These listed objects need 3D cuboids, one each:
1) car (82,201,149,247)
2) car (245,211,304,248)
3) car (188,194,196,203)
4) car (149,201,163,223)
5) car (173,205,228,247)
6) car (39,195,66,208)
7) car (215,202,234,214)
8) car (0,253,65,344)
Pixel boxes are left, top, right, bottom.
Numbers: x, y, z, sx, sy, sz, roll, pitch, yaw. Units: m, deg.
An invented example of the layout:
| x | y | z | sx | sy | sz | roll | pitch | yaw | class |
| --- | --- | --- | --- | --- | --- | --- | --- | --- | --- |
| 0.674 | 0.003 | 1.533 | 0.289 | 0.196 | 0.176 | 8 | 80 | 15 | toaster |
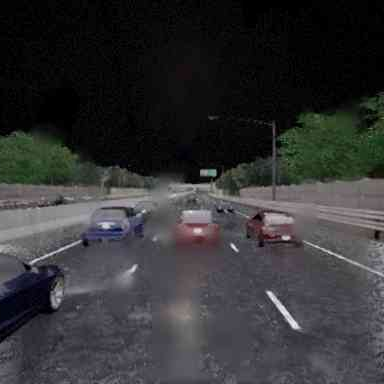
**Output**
| x | y | z | sx | sy | sz | roll | pitch | yaw | class |
| --- | --- | --- | --- | --- | --- | --- | --- | --- | --- |
| -3.495 | 1.421 | 15.647 | 2.097 | 1.767 | 4.553 | 0 | 0 | 0 | car |
| 3.606 | 1.591 | 15.043 | 1.812 | 1.442 | 4.674 | 0 | 0 | 0 | car |
| 0.026 | 1.702 | 75.430 | 1.837 | 1.490 | 4.892 | 0 | 0 | 0 | car |
| -3.491 | 1.460 | 26.648 | 2.097 | 1.767 | 4.553 | 0 | 0 | 0 | car |
| 0.182 | 1.571 | 15.451 | 2.163 | 1.488 | 4.792 | 0 | 0 | -1 | car |
| -20.983 | 1.501 | 50.270 | 2.150 | 2.045 | 5.566 | 0 | 0 | 0 | car |
| 3.613 | 1.743 | 38.077 | 1.895 | 1.301 | 4.718 | 0 | 0 | 0 | car |
| -3.499 | 1.526 | 4.706 | 2.163 | 1.488 | 4.792 | 0 | 0 | 0 | car |
